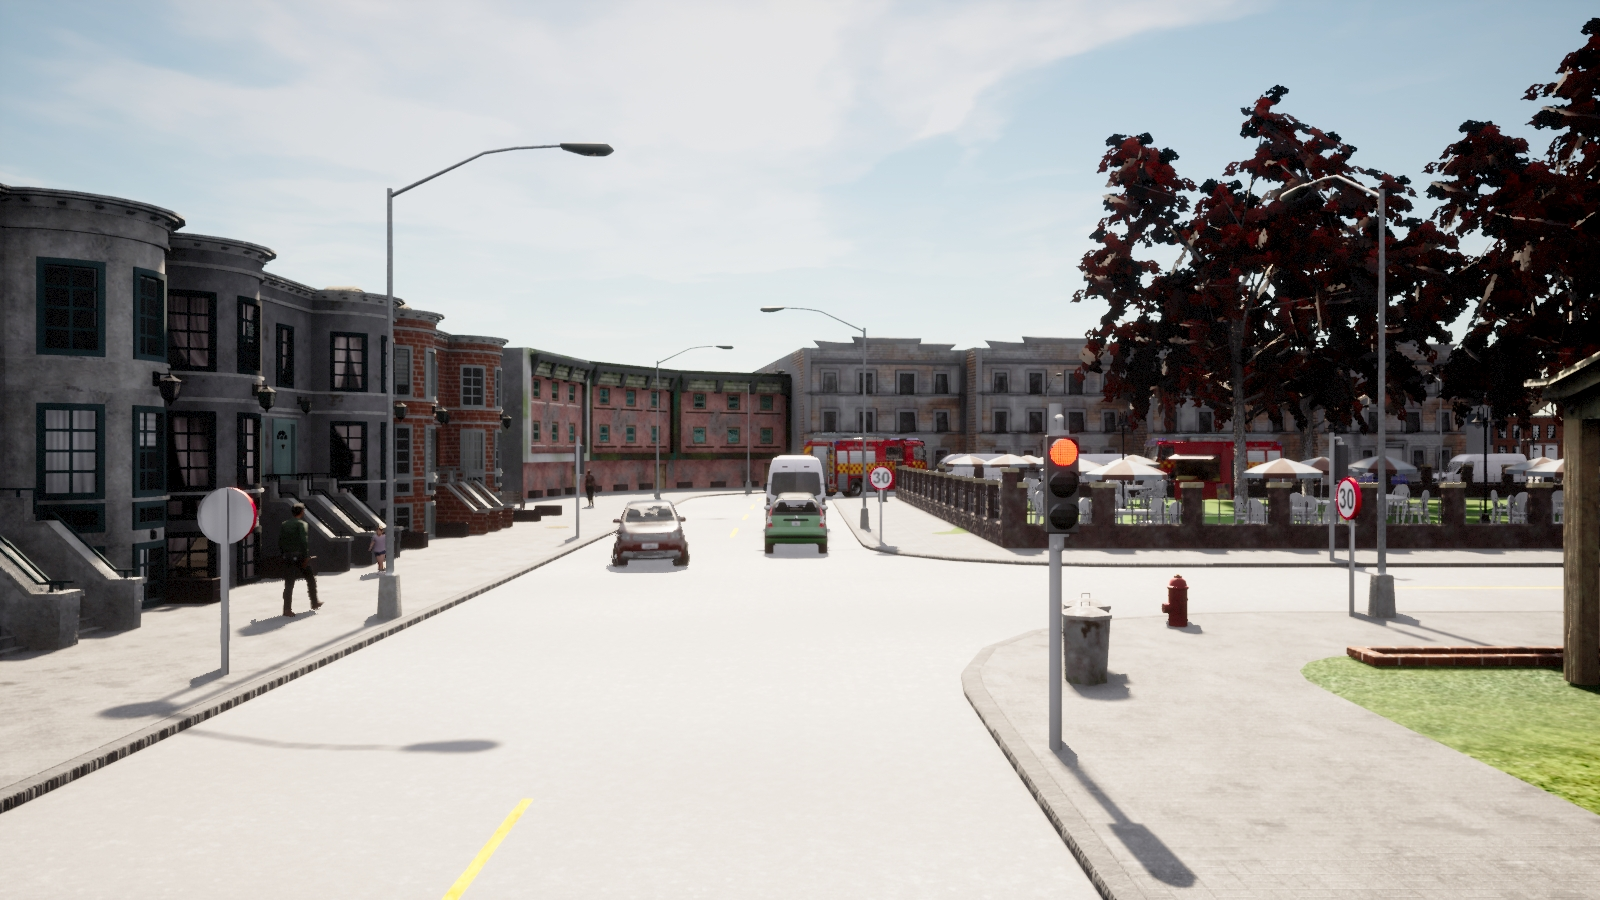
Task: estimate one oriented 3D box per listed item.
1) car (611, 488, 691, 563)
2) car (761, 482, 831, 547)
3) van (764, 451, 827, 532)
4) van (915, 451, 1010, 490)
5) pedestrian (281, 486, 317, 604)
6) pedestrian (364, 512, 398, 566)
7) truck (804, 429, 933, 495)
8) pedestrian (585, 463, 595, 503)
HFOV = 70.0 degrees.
[{"bbox_3d":[-3.716,1.805,28.322,1.789,1.549,3.705,-1,0,-8],"label":"car"},{"bbox_3d":[-0.119,1.779,32.373,1.851,1.617,3.988,0,0,0],"label":"car"},{"bbox_3d":[-0.147,1.315,39.074,1.988,2.561,5.915,0,0,0],"label":"van"},{"bbox_3d":[10.550,1.314,74.428,5.915,2.561,1.988,0,0,0],"label":"van"},{"bbox_3d":[-8.082,1.524,18.426,0.375,1.860,0.375,0,0,14],"label":"pedestrian"},{"bbox_3d":[-8.993,1.904,24.532,0.500,1.100,0.500,0,0,6],"label":"pedestrian"},{"bbox_3d":[4.295,0.672,70.228,8.468,3.827,2.891,0,0,-43],"label":"truck"},{"bbox_3d":[-9.757,1.525,53.178,0.375,1.860,0.375,0,0,3],"label":"pedestrian"}]
